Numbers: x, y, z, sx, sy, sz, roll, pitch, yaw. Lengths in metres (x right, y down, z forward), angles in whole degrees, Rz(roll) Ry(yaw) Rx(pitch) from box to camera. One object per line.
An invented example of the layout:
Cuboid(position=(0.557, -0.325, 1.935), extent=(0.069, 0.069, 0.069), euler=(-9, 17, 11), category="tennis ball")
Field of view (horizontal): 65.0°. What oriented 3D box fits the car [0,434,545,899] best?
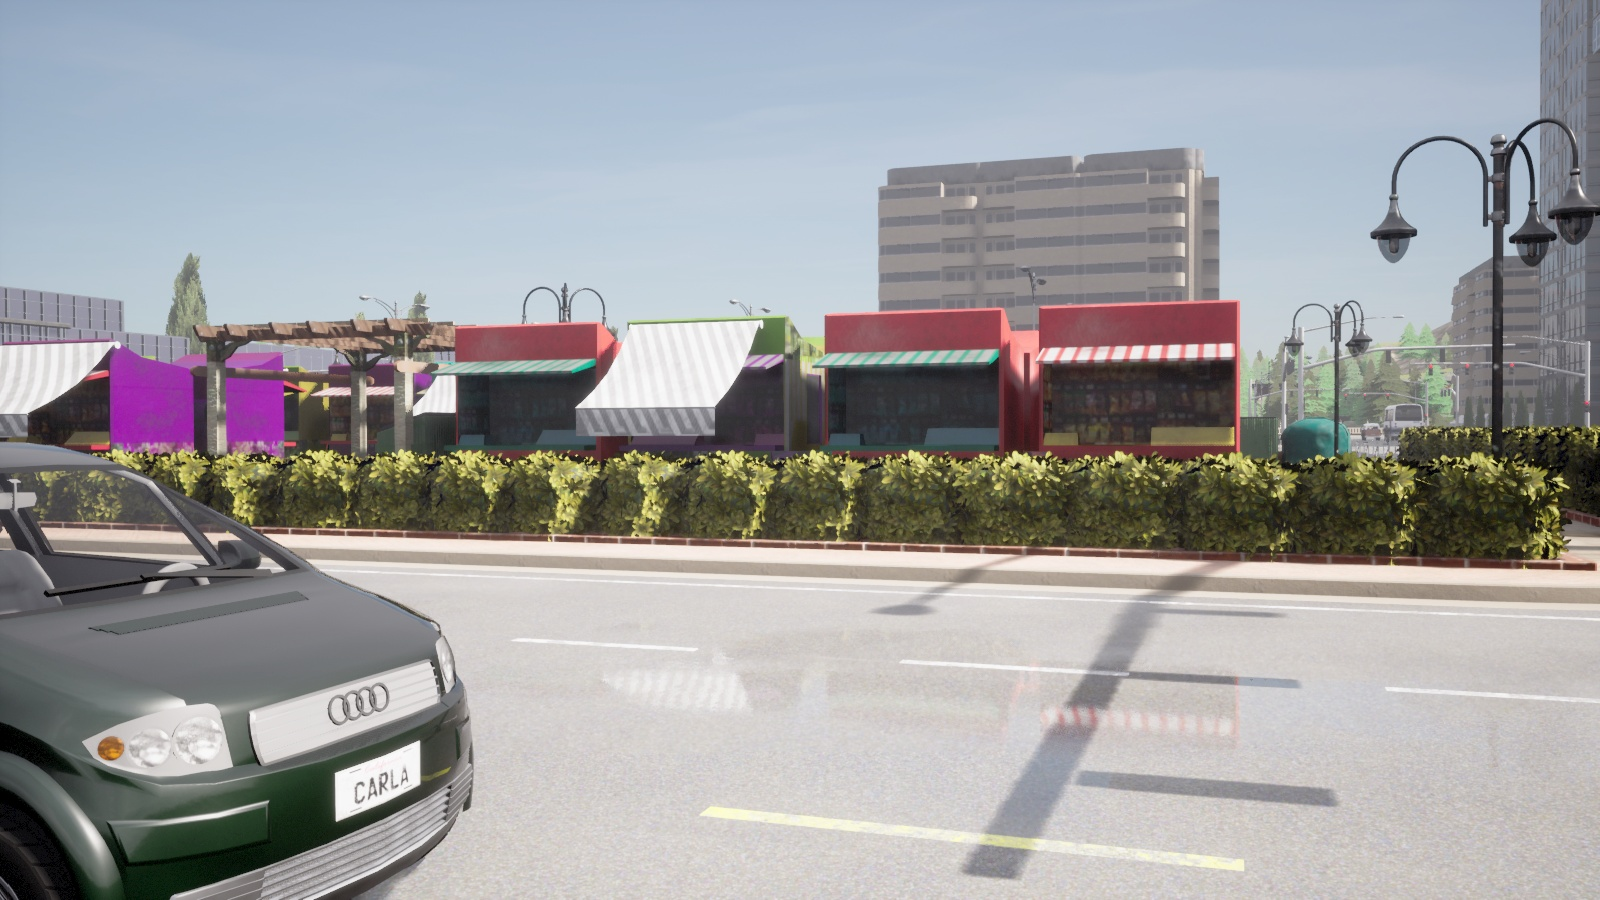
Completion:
Cuboid(position=(-2.942, 0.727, 4.181), extent=(3.705, 1.549, 1.789), euler=(0, 1, 19), category="car")
